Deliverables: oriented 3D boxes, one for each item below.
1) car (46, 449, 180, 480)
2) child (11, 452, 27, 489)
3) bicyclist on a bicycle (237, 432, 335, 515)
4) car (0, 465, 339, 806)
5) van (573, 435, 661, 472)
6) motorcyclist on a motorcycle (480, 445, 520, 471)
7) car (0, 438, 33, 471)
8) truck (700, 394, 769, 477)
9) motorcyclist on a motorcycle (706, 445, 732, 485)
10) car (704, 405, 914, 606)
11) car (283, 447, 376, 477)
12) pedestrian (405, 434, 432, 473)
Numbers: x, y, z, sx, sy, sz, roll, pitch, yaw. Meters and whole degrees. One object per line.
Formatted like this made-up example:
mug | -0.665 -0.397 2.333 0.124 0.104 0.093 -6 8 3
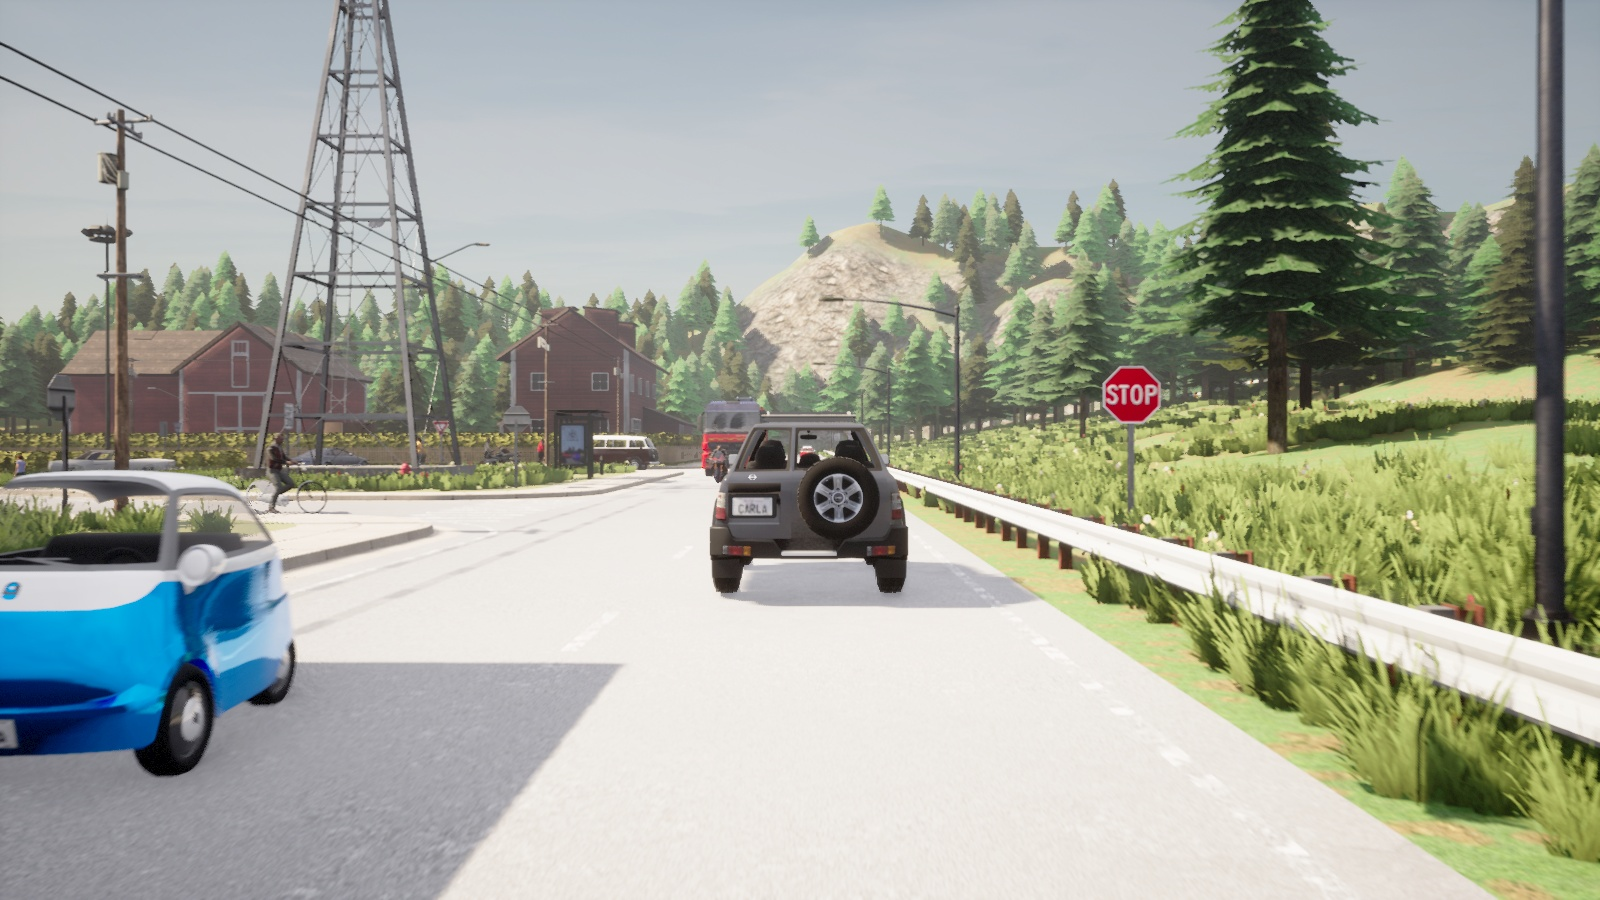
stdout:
car | -29.336 0.611 53.744 4.718 1.301 1.895 0 0 -15
child | -23.804 0.612 38.280 0.394 1.110 0.255 0 0 26
bicyclist on a bicycle | -11.128 0.501 27.211 1.843 1.776 0.659 0 0 5
car | -3.449 0.774 6.262 1.481 1.376 2.207 0 0 0
van | -10.164 0.186 69.974 4.480 2.038 2.069 0 0 6
motorcyclist on a motorcycle | -17.605 0.477 73.716 2.191 1.530 0.866 0 0 0
car | -45.797 0.249 70.230 4.605 1.855 1.932 0 0 0
truck | -3.124 -0.664 62.107 2.891 3.827 8.468 0 0 0
motorcyclist on a motorcycle | -3.196 0.583 49.707 0.866 1.530 2.191 0 0 0
car | 0.096 0.509 13.912 1.932 1.855 4.605 0 0 0
car | -22.719 0.553 60.779 1.994 1.385 4.181 0 0 19
pedestrian | -18.426 0.152 60.612 0.874 1.855 0.900 0 0 20
